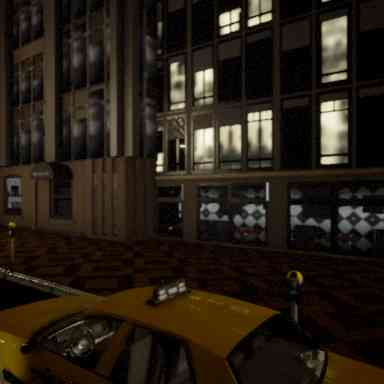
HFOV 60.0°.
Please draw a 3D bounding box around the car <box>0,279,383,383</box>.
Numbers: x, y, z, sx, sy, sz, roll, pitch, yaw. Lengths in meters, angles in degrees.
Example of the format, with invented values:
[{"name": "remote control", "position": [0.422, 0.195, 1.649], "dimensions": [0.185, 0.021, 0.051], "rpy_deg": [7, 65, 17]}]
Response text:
[{"name": "car", "position": [-0.425, 1.507, 3.133], "dimensions": [4.829, 1.417, 1.752], "rpy_deg": [1, 0, 35]}]
